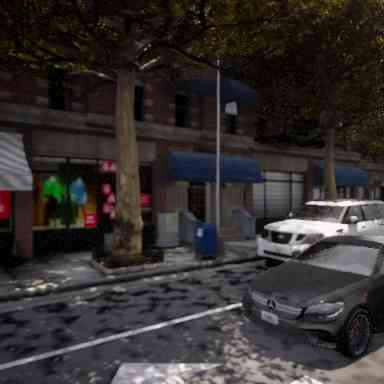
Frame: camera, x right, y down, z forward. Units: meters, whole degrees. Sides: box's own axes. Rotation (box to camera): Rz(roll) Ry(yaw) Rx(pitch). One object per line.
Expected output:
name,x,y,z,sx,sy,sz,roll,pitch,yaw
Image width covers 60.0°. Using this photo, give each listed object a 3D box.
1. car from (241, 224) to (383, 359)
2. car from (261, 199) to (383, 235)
car,3.015,1.557,6.138,4.674,1.442,1.812,0,0,-35
car,4.668,1.281,10.953,5.566,2.045,2.435,0,0,-36
